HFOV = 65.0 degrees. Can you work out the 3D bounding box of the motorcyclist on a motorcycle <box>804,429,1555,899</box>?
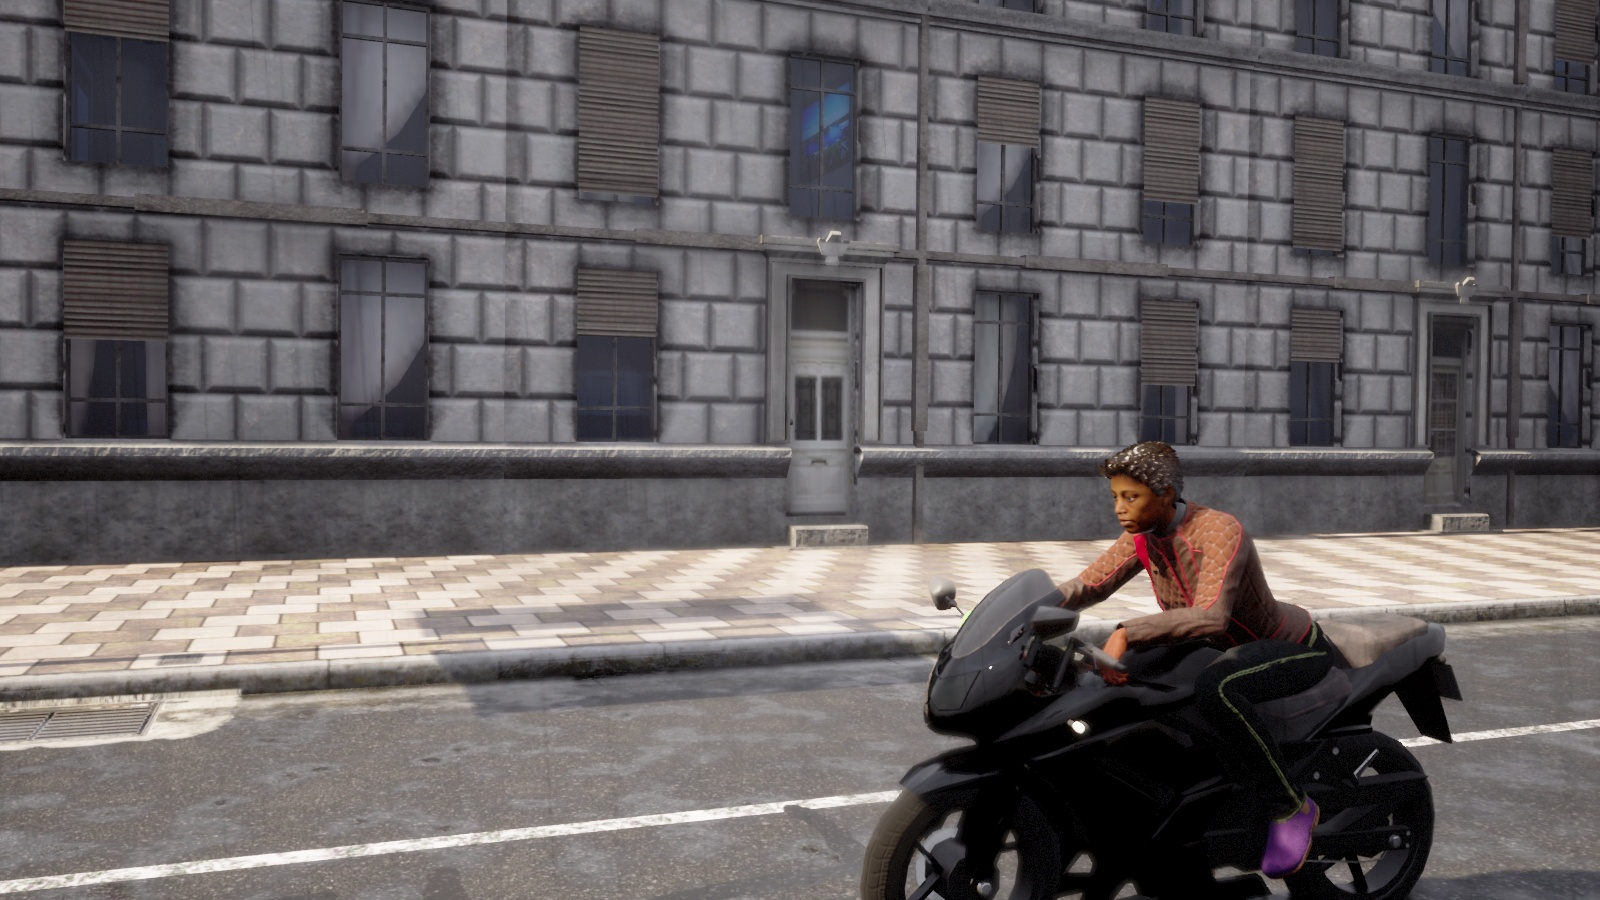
[{"bbox_3d":[1.115,0.708,3.691,2.044,1.523,0.797,-1,1,-21],"label":"motorcyclist on a motorcycle"}]
